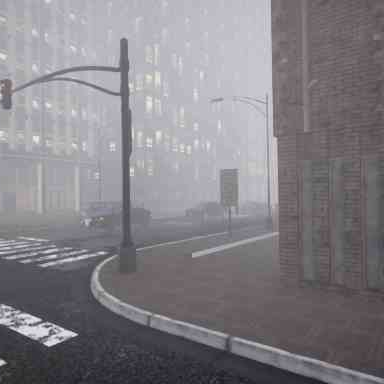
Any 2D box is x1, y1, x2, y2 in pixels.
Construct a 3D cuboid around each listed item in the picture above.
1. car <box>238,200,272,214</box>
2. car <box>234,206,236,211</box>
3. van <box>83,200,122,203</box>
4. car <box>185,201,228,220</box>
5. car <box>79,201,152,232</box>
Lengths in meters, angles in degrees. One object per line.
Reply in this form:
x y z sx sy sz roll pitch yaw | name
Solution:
7.282 1.707 37.485 1.895 1.301 4.718 -1 -1 36 | car
6.864 1.689 41.370 1.752 1.417 4.829 -2 -1 36 | car
-5.975 1.460 23.464 1.690 1.788 3.998 -2 -1 36 | van
1.328 1.563 29.197 1.882 1.535 5.008 -1 -1 36 | car
-4.599 1.558 20.949 2.128 1.511 4.902 -1 -1 34 | car
